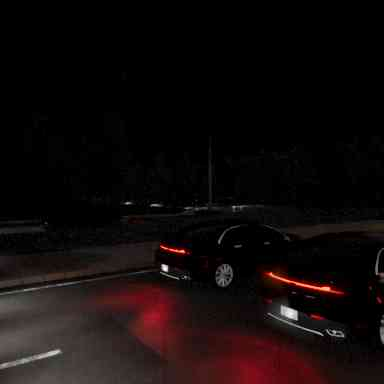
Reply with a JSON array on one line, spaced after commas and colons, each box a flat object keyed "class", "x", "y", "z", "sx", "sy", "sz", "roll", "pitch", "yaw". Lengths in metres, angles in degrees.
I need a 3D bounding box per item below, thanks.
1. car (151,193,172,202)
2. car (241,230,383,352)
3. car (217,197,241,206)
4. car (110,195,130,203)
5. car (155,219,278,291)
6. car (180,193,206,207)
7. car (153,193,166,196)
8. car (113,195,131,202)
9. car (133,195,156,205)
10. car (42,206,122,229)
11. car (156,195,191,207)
[{"class": "car", "x": -6.961, "y": 1.220, "z": 74.436, "sx": 2.150, "sy": 2.045, "sz": 5.566, "roll": 0, "pitch": 0, "yaw": -35}, {"class": "car", "x": 3.390, "y": 1.504, "z": 6.217, "sx": 4.892, "sy": 1.490, "sz": 1.837, "roll": 0, "pitch": 0, "yaw": -35}, {"class": "car", "x": 6.138, "y": 1.523, "z": 55.621, "sx": 1.812, "sy": 1.442, "sz": 4.674, "roll": 0, "pitch": 0, "yaw": -35}, {"class": "car", "x": -15.059, "y": 1.520, "z": 67.696, "sx": 2.128, "sy": 1.511, "sz": 4.902, "roll": 0, "pitch": 0, "yaw": -35}, {"class": "car", "x": 1.358, "y": 1.504, "z": 9.066, "sx": 4.892, "sy": 1.490, "sz": 1.837, "roll": 0, "pitch": 0, "yaw": -35}, {"class": "car", "x": -0.090, "y": 1.219, "z": 52.259, "sx": 2.150, "sy": 2.045, "sz": 5.566, "roll": 0, "pitch": 0, "yaw": -36}, {"class": "car", "x": -7.065, "y": 1.500, "z": 62.285, "sx": 1.837, "sy": 1.490, "sz": 4.892, "roll": 0, "pitch": 1, "yaw": -35}, {"class": "car", "x": -15.819, "y": 1.466, "z": 74.876, "sx": 2.033, "sy": 1.411, "sz": 5.357, "roll": 0, "pitch": 0, "yaw": -35}, {"class": "car", "x": -8.567, "y": 1.599, "z": 58.300, "sx": 1.895, "sy": 1.301, "sz": 4.718, "roll": 0, "pitch": 0, "yaw": -35}, {"class": "car", "x": -7.107, "y": 1.600, "z": 21.586, "sx": 4.718, "sy": 1.301, "sz": 1.895, "roll": 0, "pitch": 0, "yaw": -35}, {"class": "car", "x": -2.854, "y": 1.546, "z": 50.121, "sx": 2.033, "sy": 1.411, "sz": 5.357, "roll": 0, "pitch": 0, "yaw": -35}]
